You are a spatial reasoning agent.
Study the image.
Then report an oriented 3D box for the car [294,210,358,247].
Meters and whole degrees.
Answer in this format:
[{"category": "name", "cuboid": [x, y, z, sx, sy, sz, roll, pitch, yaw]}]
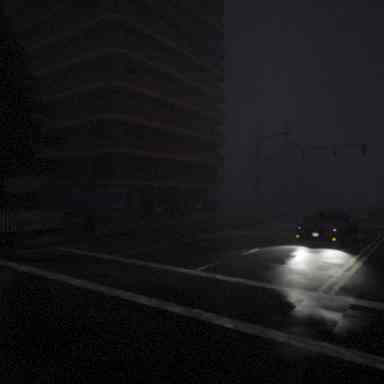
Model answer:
[{"category": "car", "cuboid": [6.108, 1.521, 14.984, 1.994, 1.385, 4.181, 0, 0, 36]}]
